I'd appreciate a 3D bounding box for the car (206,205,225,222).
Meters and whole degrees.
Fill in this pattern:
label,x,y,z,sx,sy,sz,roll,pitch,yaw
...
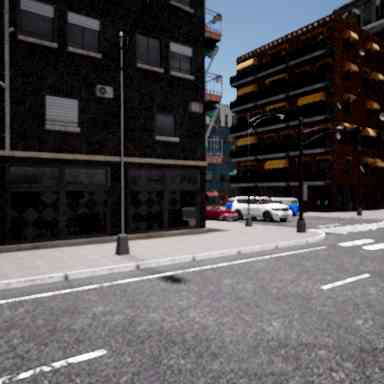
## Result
label,x,y,z,sx,sy,sz,roll,pitch,yaw
car,2.187,1.815,28.901,1.802,1.307,4.206,-1,0,-36

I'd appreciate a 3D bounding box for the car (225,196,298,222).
label,x,y,z,sx,sy,sz,roll,pitch,yaw
car,5.760,1.403,28.355,2.150,2.045,5.566,0,0,-36

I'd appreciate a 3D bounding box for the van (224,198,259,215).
label,x,y,z,sx,sy,sz,roll,pitch,yaw
van,5.626,1.589,38.328,1.690,1.788,3.998,-1,0,-36
